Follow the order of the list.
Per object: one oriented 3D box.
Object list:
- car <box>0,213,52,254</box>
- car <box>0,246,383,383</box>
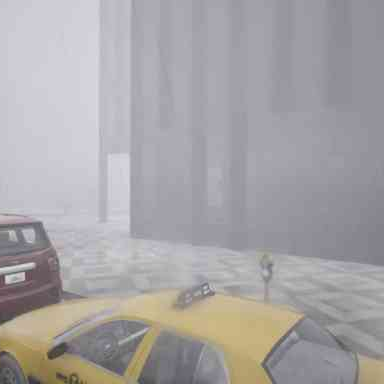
[{"bbox_3d":[-4.466,1.314,6.155,5.009,1.841,2.192,0,0,36],"label":"car"},{"bbox_3d":[-0.191,1.525,3.099,4.829,1.417,1.752,0,0,36],"label":"car"}]
